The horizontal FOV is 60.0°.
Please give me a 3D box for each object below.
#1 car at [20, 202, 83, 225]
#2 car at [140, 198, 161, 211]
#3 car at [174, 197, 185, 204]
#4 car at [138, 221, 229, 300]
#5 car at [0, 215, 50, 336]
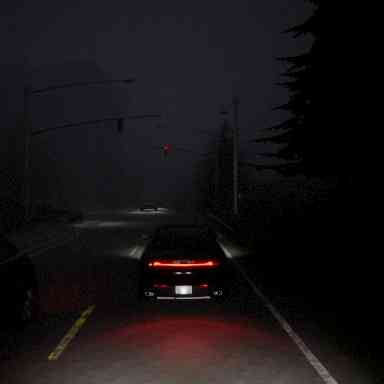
[{"bbox_3d":[-10.223,1.463,23.167,5.008,1.535,1.882,0,0,-5],"label":"car"},{"bbox_3d":[-5.175,1.526,40.688,1.812,1.442,4.674,0,0,-3],"label":"car"},{"bbox_3d":[-2.329,1.564,61.330,1.994,1.385,4.181,0,0,-2],"label":"car"},{"bbox_3d":[-0.226,1.505,8.380,1.837,1.490,4.892,0,0,-2],"label":"car"},{"bbox_3d":[-3.693,1.352,3.919,2.097,1.767,4.553,0,0,-1],"label":"car"}]
